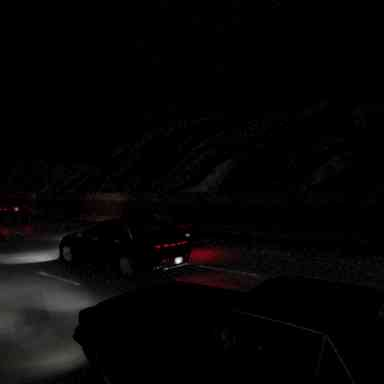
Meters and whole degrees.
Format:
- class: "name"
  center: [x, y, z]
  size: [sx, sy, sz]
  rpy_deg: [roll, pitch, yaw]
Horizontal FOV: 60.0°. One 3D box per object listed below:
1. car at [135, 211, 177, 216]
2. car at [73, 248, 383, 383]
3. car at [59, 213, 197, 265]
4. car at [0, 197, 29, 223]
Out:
- class: "car"
  center: [-2.050, 1.574, 14.730]
  size: [5.008, 1.535, 1.882]
  rpy_deg: [-1, 0, 40]
- class: "car"
  center: [0.859, 1.618, 3.471]
  size: [4.718, 1.301, 1.895]
  rpy_deg: [0, 0, 36]
- class: "car"
  center: [-2.236, 1.576, 10.323]
  size: [4.892, 1.490, 1.837]
  rpy_deg: [-1, 0, 39]
- class: "car"
  center: [-15.393, 1.451, 27.788]
  size: [2.150, 2.045, 5.566]
  rpy_deg: [0, 0, -42]
